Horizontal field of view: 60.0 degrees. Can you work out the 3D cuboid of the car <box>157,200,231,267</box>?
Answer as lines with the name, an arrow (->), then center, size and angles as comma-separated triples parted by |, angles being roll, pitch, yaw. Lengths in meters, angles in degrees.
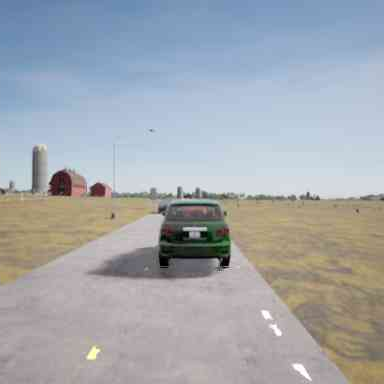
car -> 0.085, 1.270, 11.724 | 2.150, 2.045, 5.566 | 0, 0, 0

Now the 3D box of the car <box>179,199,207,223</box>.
car -> 0.089, 1.472, 27.630 | 2.097, 1.767, 4.553 | 0, 0, 0

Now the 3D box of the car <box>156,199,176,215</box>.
car -> -2.832, 1.641, 37.829 | 1.882, 1.535, 5.008 | 0, 0, 0
